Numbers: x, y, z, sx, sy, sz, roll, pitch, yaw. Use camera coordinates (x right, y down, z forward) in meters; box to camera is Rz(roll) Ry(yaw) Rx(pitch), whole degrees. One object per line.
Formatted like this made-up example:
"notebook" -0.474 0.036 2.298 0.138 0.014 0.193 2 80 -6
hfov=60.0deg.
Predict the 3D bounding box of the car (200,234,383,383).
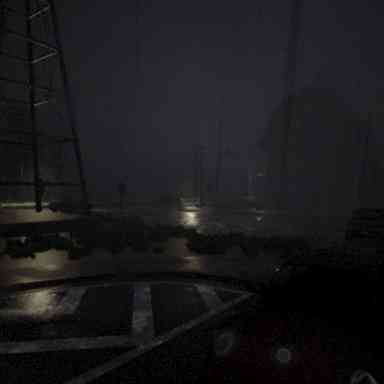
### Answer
"car" 1.814 1.511 4.312 1.784 1.438 3.905 1 0 36

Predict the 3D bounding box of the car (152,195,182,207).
"car" -3.336 1.205 45.720 2.128 1.511 4.902 1 0 37

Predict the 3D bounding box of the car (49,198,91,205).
"car" -12.269 1.283 33.670 1.994 1.385 4.181 1 0 37

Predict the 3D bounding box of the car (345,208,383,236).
"car" 8.385 1.482 15.437 1.816 1.474 4.193 1 0 36
